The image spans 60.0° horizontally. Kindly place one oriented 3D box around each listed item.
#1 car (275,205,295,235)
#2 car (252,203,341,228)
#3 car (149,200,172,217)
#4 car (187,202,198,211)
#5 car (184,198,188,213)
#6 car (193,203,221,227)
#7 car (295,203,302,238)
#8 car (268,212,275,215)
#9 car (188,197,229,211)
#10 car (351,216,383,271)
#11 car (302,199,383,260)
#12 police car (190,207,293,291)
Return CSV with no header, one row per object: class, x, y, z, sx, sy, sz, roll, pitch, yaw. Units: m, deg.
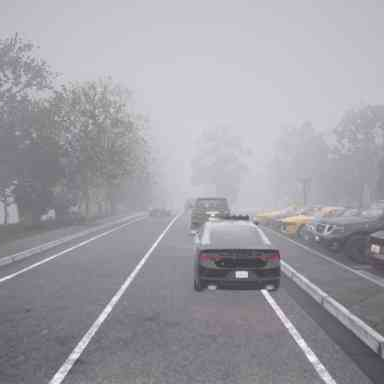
car,7.124,1.517,16.997,5.008,1.535,2.097,0,0,0
car,6.947,1.560,22.539,5.366,1.575,1.946,0,0,0
car,-3.178,1.656,34.218,2.097,1.767,4.553,0,-1,0
car,0.127,2.609,59.655,1.837,1.490,4.892,0,-2,0
car,0.114,1.800,44.901,2.150,2.045,5.566,0,-2,0
car,1.028,1.618,25.102,1.882,1.535,5.008,0,-1,0
car,7.141,1.380,14.221,4.553,1.767,2.185,0,0,0
car,7.130,1.537,19.769,4.892,1.521,2.231,0,0,0
car,1.015,1.294,19.130,2.150,2.045,5.566,0,-1,0
car,7.125,1.526,8.672,4.792,1.488,2.163,0,0,0
car,7.074,1.249,11.449,5.566,2.045,2.435,0,0,0
police car,0.994,1.438,9.189,1.930,1.638,5.238,0,0,0
